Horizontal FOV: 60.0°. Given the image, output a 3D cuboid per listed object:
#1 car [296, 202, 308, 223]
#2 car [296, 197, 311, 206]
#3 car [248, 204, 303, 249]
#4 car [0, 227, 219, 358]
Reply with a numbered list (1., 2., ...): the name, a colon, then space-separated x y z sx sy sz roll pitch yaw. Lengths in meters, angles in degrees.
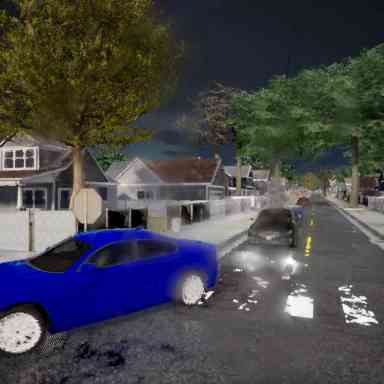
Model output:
1. car: 6.896 1.603 23.257 1.895 1.301 4.718 0 0 21
2. car: 15.831 1.413 47.133 1.882 1.535 5.008 0 0 21
3. car: 3.761 1.505 14.872 1.837 1.490 4.892 0 0 21
4. car: -1.682 1.481 6.246 5.008 1.535 1.882 0 1 -40
